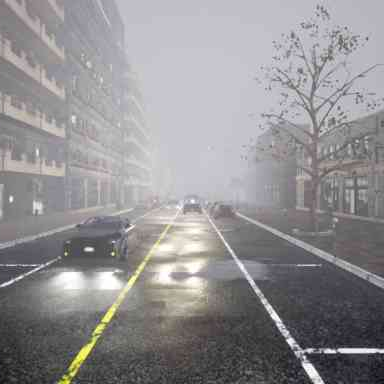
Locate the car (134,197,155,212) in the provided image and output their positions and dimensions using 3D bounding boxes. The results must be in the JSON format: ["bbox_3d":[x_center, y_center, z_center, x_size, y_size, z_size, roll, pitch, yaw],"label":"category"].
[{"bbox_3d":[-5.750,1.597,39.033,1.802,1.307,4.206,0,0,0],"label":"car"}]

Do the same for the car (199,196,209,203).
[{"bbox_3d":[2.581,1.608,73.220,1.887,1.381,4.507,0,0,0],"label":"car"}]

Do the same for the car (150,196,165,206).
[{"bbox_3d":[-5.776,1.475,56.124,1.967,1.590,4.097,0,0,0],"label":"car"}]

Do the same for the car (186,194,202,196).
[{"bbox_3d":[0.004,1.242,44.697,2.150,2.045,5.566,0,0,0],"label":"car"}]

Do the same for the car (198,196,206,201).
[{"bbox_3d":[2.564,1.631,84.614,1.887,1.381,4.507,0,0,0],"label":"car"}]

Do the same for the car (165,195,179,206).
[{"bbox_3d":[-3.139,1.636,56.280,1.895,1.301,4.718,0,0,0],"label":"car"}]

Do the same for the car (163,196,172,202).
[{"bbox_3d":[-5.808,1.640,78.910,1.947,1.339,4.313,0,0,0],"label":"car"}]

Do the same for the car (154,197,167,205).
[{"bbox_3d":[-5.783,1.594,61.820,2.008,1.369,4.403,0,0,0],"label":"car"}]

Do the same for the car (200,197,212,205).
[{"bbox_3d":[2.598,1.594,61.828,2.008,1.369,4.403,0,0,0],"label":"car"}]

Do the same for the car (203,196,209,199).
[{"bbox_3d":[2.621,1.461,44.738,1.967,1.590,4.097,0,0,0],"label":"car"}]

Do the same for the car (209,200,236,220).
[{"bbox_3d":[2.647,1.587,27.649,1.802,1.307,4.206,0,0,0],"label":"car"}]

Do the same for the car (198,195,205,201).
[{"bbox_3d":[2.556,1.626,90.481,1.752,1.417,4.829,0,0,0],"label":"car"}]

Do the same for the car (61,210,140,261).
[{"bbox_3d":[-3.118,1.563,12.071,1.994,1.385,4.181,0,0,0],"label":"car"}]

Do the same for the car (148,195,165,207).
[{"bbox_3d":[-5.768,1.342,50.426,2.192,1.841,5.009,0,0,0],"label":"car"}]

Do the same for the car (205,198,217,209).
[{"bbox_3d":[2.639,1.575,33.345,1.947,1.339,4.313,0,0,0],"label":"car"}]

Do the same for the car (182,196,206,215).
[{"bbox_3d":[0.043,1.502,34.594,2.128,1.511,4.902,0,0,0],"label":"car"}]
